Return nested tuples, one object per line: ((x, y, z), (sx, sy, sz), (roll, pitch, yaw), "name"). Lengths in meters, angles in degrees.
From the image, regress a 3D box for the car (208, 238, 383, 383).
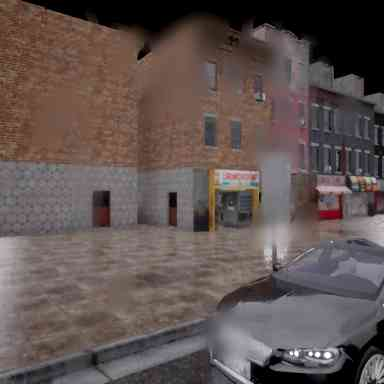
((2.453, 1.492, 4.832), (4.902, 1.511, 2.128), (0, 0, -36), "car")
